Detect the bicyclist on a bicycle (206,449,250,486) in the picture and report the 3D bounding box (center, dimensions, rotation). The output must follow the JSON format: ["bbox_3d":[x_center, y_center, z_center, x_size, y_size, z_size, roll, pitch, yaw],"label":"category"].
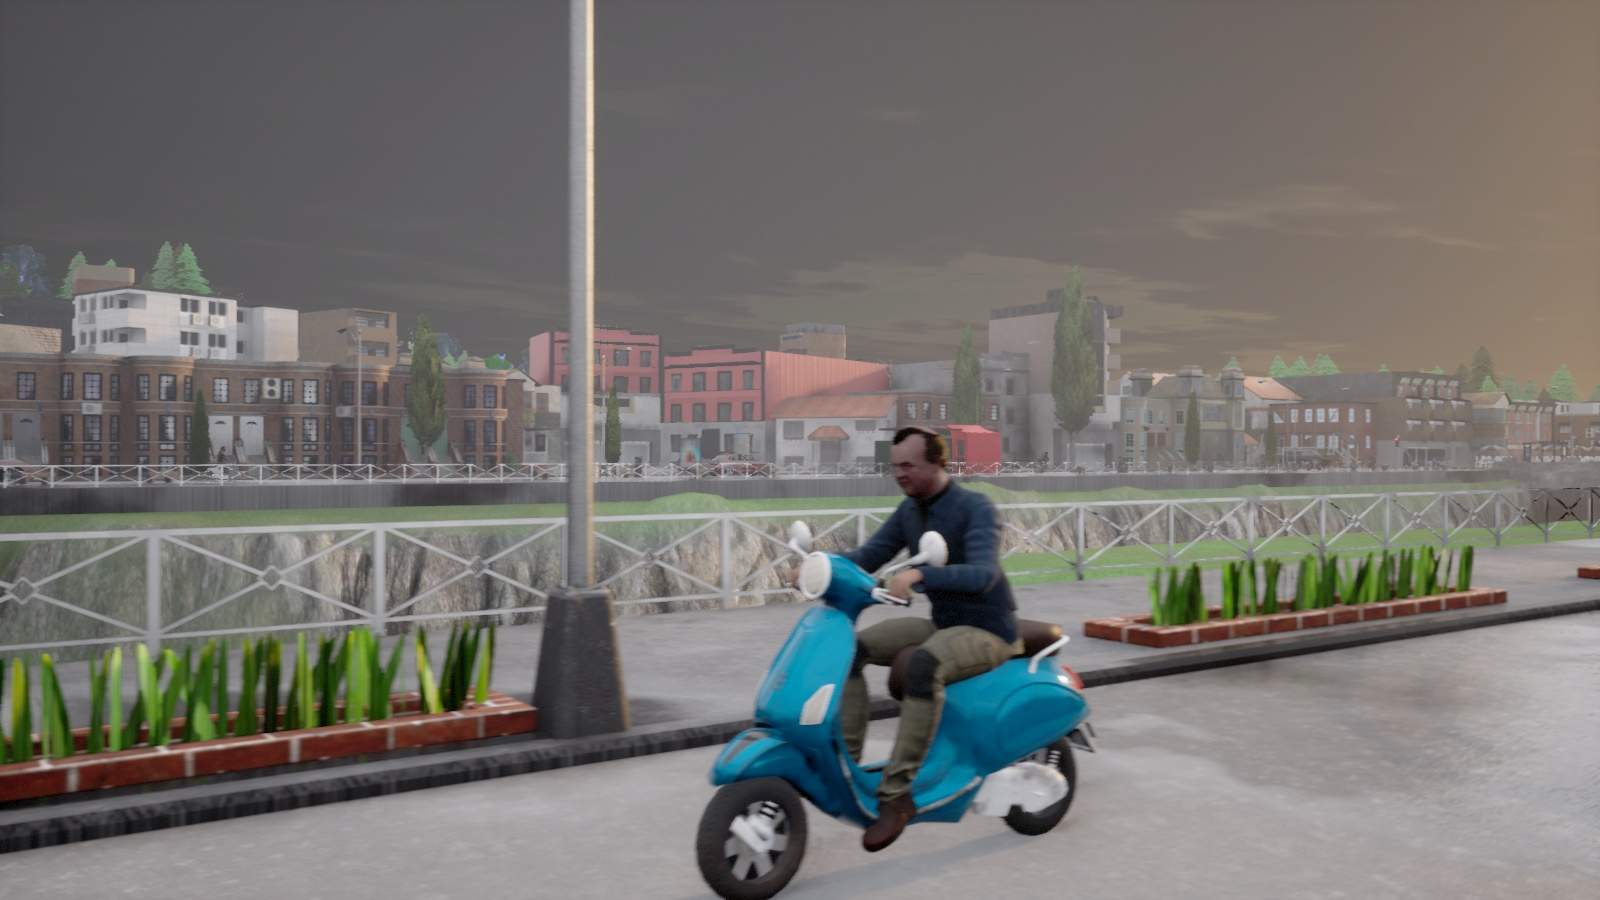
[{"bbox_3d":[-27.478,0.821,60.304,1.843,1.776,0.659,0,0,-35],"label":"bicyclist on a bicycle"}]

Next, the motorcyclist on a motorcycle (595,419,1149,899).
[{"bbox_3d":[0.293,0.709,4.472,1.817,1.590,0.866,0,0,-35],"label":"motorcyclist on a motorcycle"}]

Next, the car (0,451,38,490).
[{"bbox_3d":[-35.934,0.884,54.414,4.856,1.649,2.033,0,0,-35],"label":"car"}]

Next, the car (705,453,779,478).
[{"bbox_3d":[-3.527,0.955,76.984,4.193,1.474,1.816,0,0,-35],"label":"car"}]
